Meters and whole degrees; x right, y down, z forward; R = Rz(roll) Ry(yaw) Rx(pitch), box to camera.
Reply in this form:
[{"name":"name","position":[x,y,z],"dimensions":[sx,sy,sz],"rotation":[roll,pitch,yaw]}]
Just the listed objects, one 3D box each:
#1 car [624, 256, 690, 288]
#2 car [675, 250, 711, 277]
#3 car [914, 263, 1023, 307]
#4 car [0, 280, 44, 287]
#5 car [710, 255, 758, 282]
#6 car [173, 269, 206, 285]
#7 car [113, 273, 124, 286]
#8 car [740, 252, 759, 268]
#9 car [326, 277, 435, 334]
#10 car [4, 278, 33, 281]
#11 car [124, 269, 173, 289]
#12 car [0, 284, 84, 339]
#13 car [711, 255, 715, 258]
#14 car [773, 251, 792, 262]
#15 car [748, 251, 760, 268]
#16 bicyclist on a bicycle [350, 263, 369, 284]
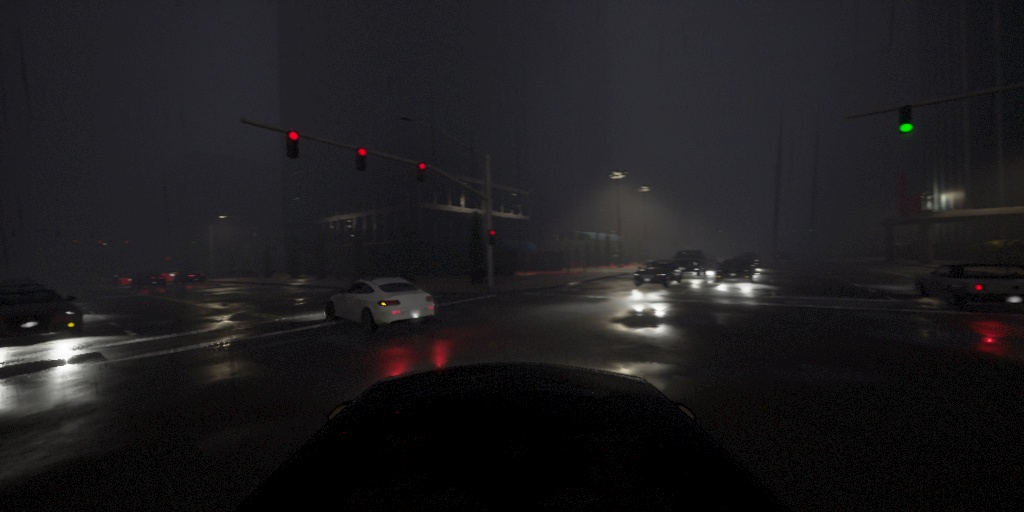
[{"name":"car","position":[8.689,0.971,21.176],"dimensions":[2.128,1.511,4.902],"rotation":[-2,0,37]},{"name":"car","position":[14.411,0.525,29.183],"dimensions":[2.150,2.045,5.566],"rotation":[-2,0,35]},{"name":"car","position":[15.222,0.889,11.783],"dimensions":[1.895,1.301,4.718],"rotation":[-2,0,35]},{"name":"car","position":[-21.982,1.966,16.082],"dimensions":[4.181,1.385,1.994],"rotation":[-2,0,35]},{"name":"car","position":[14.185,0.877,22.810],"dimensions":[1.994,1.385,4.181],"rotation":[-2,0,35]},{"name":"car","position":[-34.236,2.249,38.070],"dimensions":[4.902,1.511,2.128],"rotation":[-2,0,36]},{"name":"car","position":[-42.406,2.566,39.612],"dimensions":[4.181,1.385,1.994],"rotation":[-2,0,36]},{"name":"car","position":[19.173,0.686,29.833],"dimensions":[1.812,1.442,4.674],"rotation":[-2,0,35]},{"name":"car","position":[-4.207,1.397,11.256],"dimensions":[1.812,1.442,4.674],"rotation":[-1,-1,-45]},{"name":"car","position":[-29.380,2.146,21.418],"dimensions":[4.674,1.442,1.812],"rotation":[-2,0,36]},{"name":"car","position":[-34.289,2.253,33.798],"dimensions":[4.902,1.511,2.128],"rotation":[-2,0,36]},{"name":"car","position":[-14.897,1.756,10.997],"dimensions":[4.181,1.385,1.994],"rotation":[-2,0,35]},{"name":"car","position":[20.218,0.616,37.305],"dimensions":[2.128,1.511,4.902],"rotation":[-2,0,36]},{"name":"car","position":[38.647,0.070,51.150],"dimensions":[1.837,1.490,4.892],"rotation":[-2,0,35]},{"name":"car","position":[24.895,0.336,37.827],"dimensions":[2.097,1.767,4.553],"rotation":[-2,0,36]},{"name":"bicyclist on a bicycle","position":[-11.840,1.392,27.866],"dimensions":[0.582,1.620,1.656],"rotation":[-2,0,36]}]
